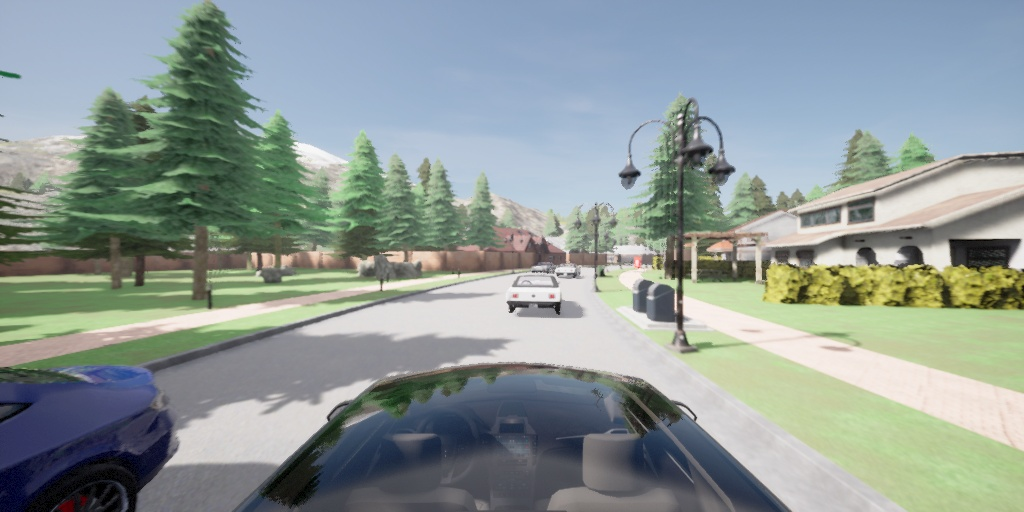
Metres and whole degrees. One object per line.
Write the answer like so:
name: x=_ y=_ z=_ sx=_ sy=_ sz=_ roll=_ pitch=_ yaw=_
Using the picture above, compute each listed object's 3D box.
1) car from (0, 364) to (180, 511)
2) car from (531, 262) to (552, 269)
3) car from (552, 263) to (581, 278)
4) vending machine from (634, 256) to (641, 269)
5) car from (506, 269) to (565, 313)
car: x=-3.483 y=1.262 z=0.870 sx=1.812 sy=1.442 sz=4.674 roll=0 pitch=0 yaw=0
car: x=3.654 y=1.381 z=40.875 sx=1.895 sy=1.301 sz=4.718 roll=0 pitch=0 yaw=20
car: x=5.593 y=1.386 z=35.207 sx=1.895 sy=1.301 sz=4.718 roll=0 pitch=0 yaw=18
vending machine: x=20.289 y=1.045 z=57.852 sx=1.100 sy=2.100 sz=0.880 roll=0 pitch=0 yaw=33
car: x=0.965 y=1.360 z=14.058 sx=1.895 sy=1.301 sz=4.718 roll=0 pitch=0 yaw=6
